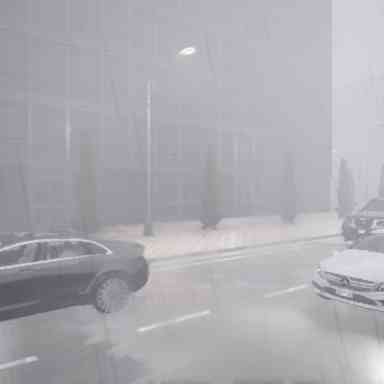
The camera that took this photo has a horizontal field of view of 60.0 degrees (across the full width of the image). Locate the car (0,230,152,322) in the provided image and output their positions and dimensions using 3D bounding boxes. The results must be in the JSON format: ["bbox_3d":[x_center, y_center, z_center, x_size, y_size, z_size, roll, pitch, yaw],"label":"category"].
[{"bbox_3d":[-3.123,1.495,6.055,4.902,1.511,2.128,0,0,-36],"label":"car"}]

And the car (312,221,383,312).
[{"bbox_3d":[4.606,1.531,7.266,4.674,1.442,1.812,0,0,-35],"label":"car"}]

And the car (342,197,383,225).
[{"bbox_3d":[8.916,1.236,14.664,5.566,2.045,2.150,1,0,-36],"label":"car"}]
